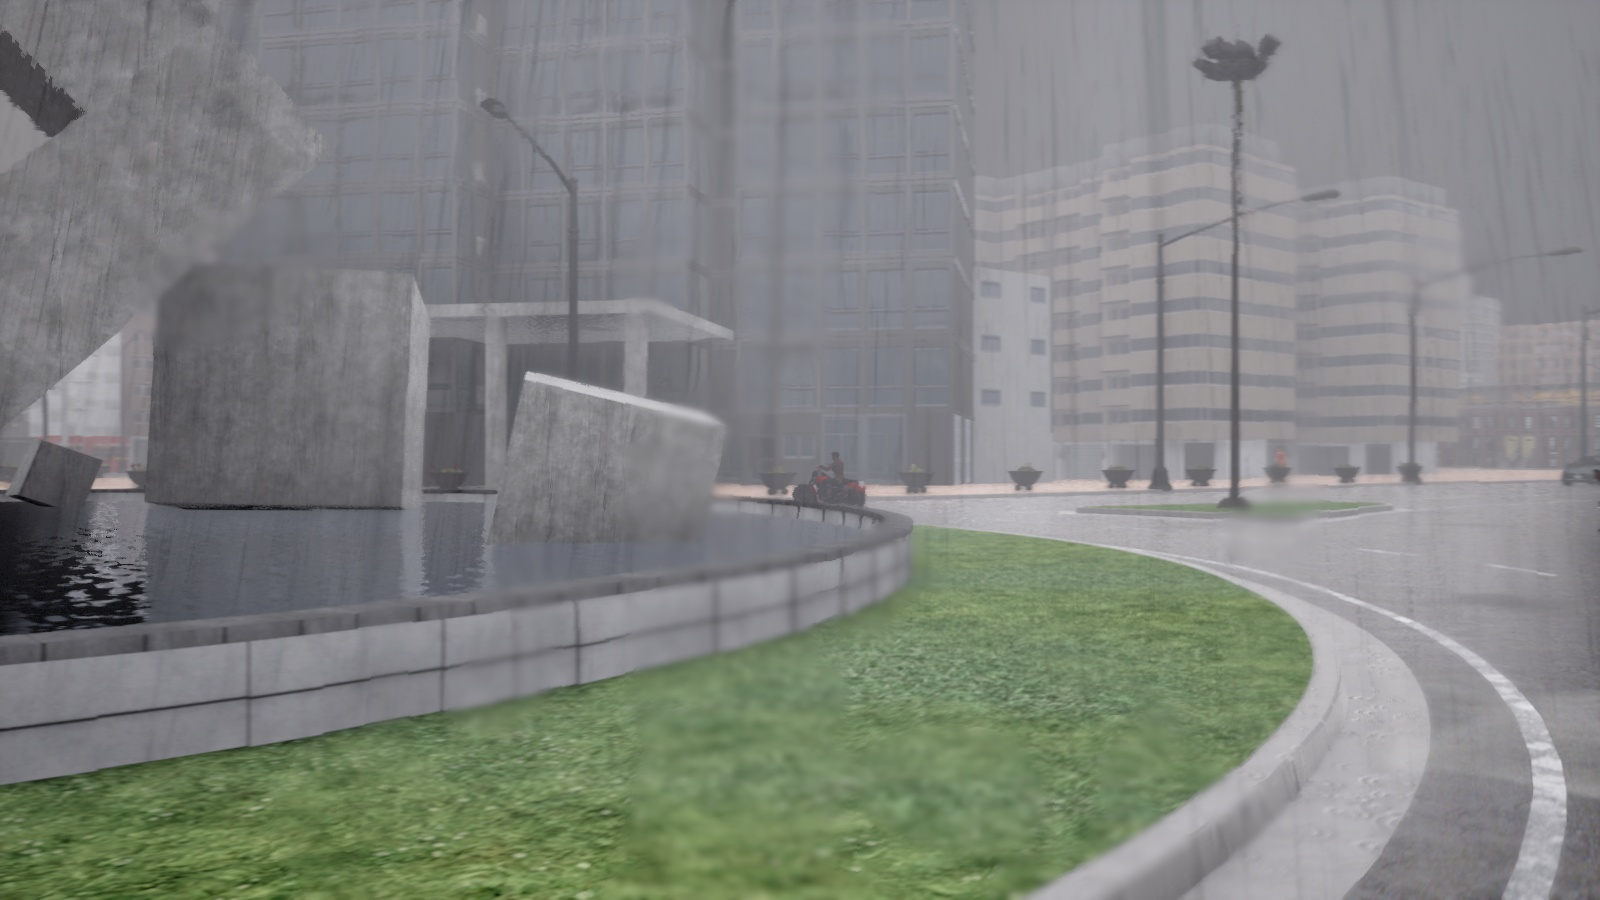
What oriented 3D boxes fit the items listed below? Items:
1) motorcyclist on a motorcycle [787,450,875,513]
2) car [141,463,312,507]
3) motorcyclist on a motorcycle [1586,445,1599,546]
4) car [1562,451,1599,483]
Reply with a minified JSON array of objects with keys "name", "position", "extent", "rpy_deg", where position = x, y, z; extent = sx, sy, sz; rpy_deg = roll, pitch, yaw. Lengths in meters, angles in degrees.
[{"name":"motorcyclist on a motorcycle","position":[0.828,0.843,34.340],"extent":[2.350,1.649,0.766],"rpy_deg":[-1,0,35]},{"name":"car","position":[-18.073,1.082,39.621],"extent":[4.718,1.301,1.895],"rpy_deg":[0,0,13]},{"name":"motorcyclist on a motorcycle","position":[13.370,0.737,20.317],"extent":[0.766,1.649,2.350],"rpy_deg":[0,0,24]},{"name":"car","position":[40.229,0.825,62.907],"extent":[4.514,1.525,2.007],"rpy_deg":[0,0,-37]}]
